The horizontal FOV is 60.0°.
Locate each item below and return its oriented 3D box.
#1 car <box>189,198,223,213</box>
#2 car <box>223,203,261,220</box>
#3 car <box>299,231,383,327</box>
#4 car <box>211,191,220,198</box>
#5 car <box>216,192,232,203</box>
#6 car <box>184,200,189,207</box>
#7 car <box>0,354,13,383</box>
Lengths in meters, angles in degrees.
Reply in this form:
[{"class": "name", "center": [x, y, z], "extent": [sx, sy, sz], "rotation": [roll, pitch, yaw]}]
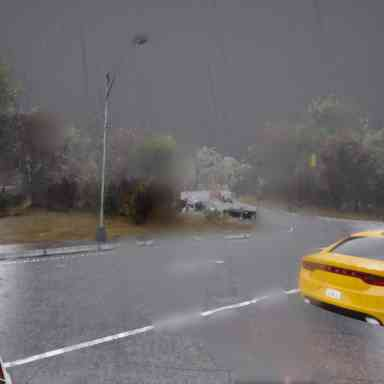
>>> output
[{"class": "car", "center": [1.740, 1.924, 43.085], "extent": [2.128, 1.511, 4.902], "rotation": [2, 0, -19]}, {"class": "car", "center": [5.074, 2.146, 34.280], "extent": [1.895, 1.301, 4.718], "rotation": [3, -1, -22]}, {"class": "car", "center": [4.329, 1.542, 6.841], "extent": [5.008, 1.535, 1.882], "rotation": [1, -1, -35]}, {"class": "car", "center": [5.695, 0.738, 78.949], "extent": [2.150, 2.045, 5.566], "rotation": [2, 2, -1]}, {"class": "car", "center": [6.867, 1.516, 67.660], "extent": [1.837, 1.490, 4.892], "rotation": [2, 2, -8]}, {"class": "car", "center": [-1.081, 1.725, 52.672], "extent": [1.994, 1.385, 4.181], "rotation": [2, 1, -14]}, {"class": "car", "center": [-3.262, 1.353, 1.424], "extent": [4.553, 1.767, 2.097], "rotation": [0, 0, -35]}]
